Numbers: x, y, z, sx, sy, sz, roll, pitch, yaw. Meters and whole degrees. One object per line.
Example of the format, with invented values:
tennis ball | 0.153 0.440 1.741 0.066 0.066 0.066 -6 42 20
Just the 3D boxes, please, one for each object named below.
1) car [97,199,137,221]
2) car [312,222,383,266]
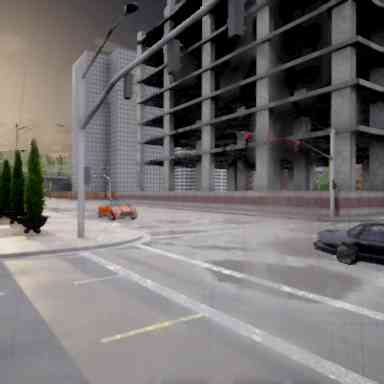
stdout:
car | -6.371 1.462 28.152 2.097 1.767 4.553 0 0 -35
car | 6.349 1.627 9.935 2.033 1.411 5.357 0 0 -35
